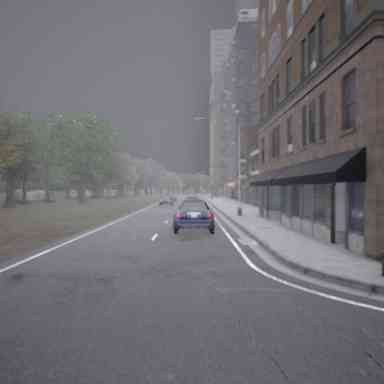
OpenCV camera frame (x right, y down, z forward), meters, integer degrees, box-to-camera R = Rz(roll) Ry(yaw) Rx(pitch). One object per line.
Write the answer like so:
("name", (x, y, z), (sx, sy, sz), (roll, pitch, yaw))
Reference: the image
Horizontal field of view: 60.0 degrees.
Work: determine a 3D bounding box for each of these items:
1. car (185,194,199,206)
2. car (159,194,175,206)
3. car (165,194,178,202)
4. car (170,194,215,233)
("car", (0.008, 1.048, 46.458), (1.837, 1.490, 4.892), (0, 1, 0))
("car", (-3.497, 1.100, 45.998), (2.033, 1.411, 5.357), (0, 1, 0))
("car", (-3.496, 1.001, 56.448), (1.895, 1.301, 4.718), (0, 1, 0))
("car", (0.100, 1.189, 18.596), (2.097, 1.767, 4.553), (0, 0, 0))
